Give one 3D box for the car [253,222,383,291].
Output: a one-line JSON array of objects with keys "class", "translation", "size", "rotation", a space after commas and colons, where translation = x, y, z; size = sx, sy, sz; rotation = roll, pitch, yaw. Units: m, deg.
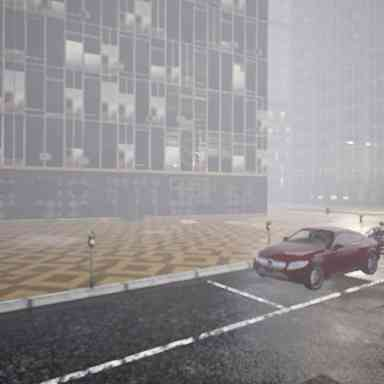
[{"class": "car", "translation": [3.530, 1.618, 9.076], "size": [4.206, 1.307, 1.802], "rotation": [0, 0, -35]}]
